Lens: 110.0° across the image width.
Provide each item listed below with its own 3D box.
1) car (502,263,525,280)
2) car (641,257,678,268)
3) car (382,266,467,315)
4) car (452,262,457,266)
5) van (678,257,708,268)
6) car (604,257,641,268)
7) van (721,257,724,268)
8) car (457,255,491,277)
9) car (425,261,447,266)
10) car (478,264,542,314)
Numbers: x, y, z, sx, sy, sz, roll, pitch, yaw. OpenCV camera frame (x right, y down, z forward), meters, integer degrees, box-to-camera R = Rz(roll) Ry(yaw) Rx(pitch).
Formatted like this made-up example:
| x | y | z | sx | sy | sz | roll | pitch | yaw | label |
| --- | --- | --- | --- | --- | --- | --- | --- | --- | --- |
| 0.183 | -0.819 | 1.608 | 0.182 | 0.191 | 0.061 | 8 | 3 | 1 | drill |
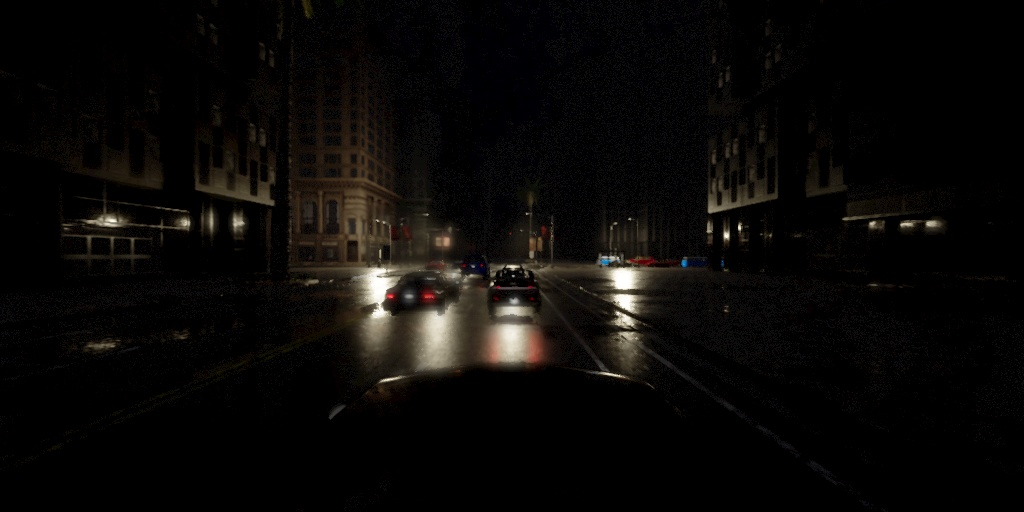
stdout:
| x | y | z | sx | sy | sz | roll | pitch | yaw | label |
| --- | --- | --- | --- | --- | --- | --- | --- | --- | --- |
| 0.103 | 1.321 | 31.280 | 1.895 | 1.301 | 4.718 | 0 | 0 | 0 | car |
| 22.752 | 1.275 | 55.446 | 4.207 | 1.307 | 1.802 | 0 | 0 | 0 | car |
| -3.150 | 1.285 | 13.494 | 2.033 | 1.411 | 5.357 | 0 | 0 | 0 | car |
| -6.524 | 1.272 | 45.850 | 1.994 | 1.385 | 4.181 | 0 | 0 | 0 | car |
| 28.429 | 1.030 | 55.448 | 3.998 | 1.789 | 1.690 | 0 | 0 | 0 | van |
| 17.074 | 1.247 | 55.444 | 4.403 | 1.370 | 2.007 | 0 | 0 | 0 | car |
| 34.106 | 1.028 | 55.449 | 3.998 | 1.789 | 1.690 | 0 | 0 | 0 | van |
| -3.148 | 0.941 | 31.738 | 2.150 | 2.045 | 5.566 | 0 | 0 | 0 | car |
| -9.769 | 1.308 | 46.130 | 1.895 | 1.301 | 4.718 | 0 | 0 | 0 | car |
| 0.092 | 1.227 | 13.660 | 2.128 | 1.511 | 4.902 | 0 | 0 | 0 | car |
